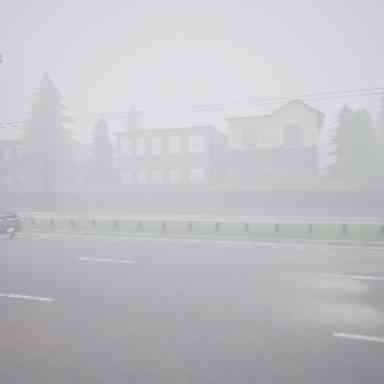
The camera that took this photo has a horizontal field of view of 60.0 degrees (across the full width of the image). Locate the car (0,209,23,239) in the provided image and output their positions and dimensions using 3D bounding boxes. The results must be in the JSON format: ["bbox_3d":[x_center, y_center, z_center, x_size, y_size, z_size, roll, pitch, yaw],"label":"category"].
[{"bbox_3d":[-9.901,1.401,14.763,4.902,1.511,2.128,-1,1,19],"label":"car"}]

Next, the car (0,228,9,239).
[{"bbox_3d":[-6.021,1.492,6.034,4.892,1.490,1.837,-1,1,19],"label":"car"}]
